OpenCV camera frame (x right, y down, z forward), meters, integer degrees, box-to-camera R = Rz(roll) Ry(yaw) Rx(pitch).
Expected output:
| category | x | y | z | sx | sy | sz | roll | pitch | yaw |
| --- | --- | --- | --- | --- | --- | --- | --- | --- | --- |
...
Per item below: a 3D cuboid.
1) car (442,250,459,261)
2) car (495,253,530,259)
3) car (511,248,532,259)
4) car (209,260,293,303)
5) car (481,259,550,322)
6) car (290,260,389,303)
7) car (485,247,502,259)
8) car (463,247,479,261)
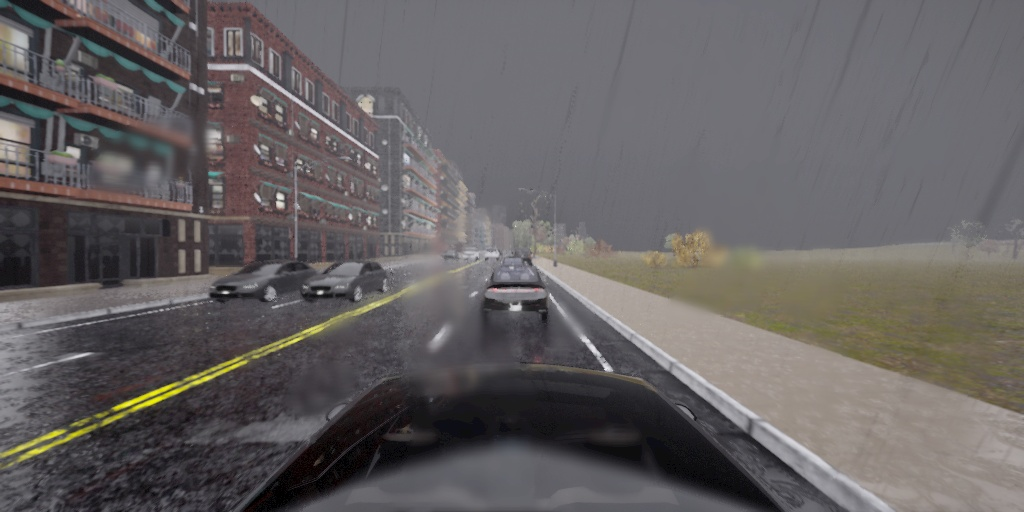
| category | x | y | z | sx | sy | sz | roll | pitch | yaw |
| --- | --- | --- | --- | --- | --- | --- | --- | --- | --- |
| car | -9.784 | -0.212 | 57.660 | 2.097 | 1.767 | 4.553 | 0 | 1 | 1 |
| car | 0.102 | 0.707 | 26.944 | 2.033 | 1.411 | 5.357 | 0 | 1 | 1 |
| car | 1.149 | 0.041 | 41.563 | 2.150 | 2.045 | 5.566 | 0 | 1 | 0 |
| car | -9.844 | 0.950 | 14.750 | 1.837 | 1.490 | 4.892 | 0 | 1 | 0 |
| car | 0.100 | 1.018 | 11.264 | 2.128 | 1.511 | 4.902 | 0 | 1 | 0 |
| car | -6.594 | 0.950 | 14.748 | 1.837 | 1.490 | 4.892 | 0 | 1 | 0 |
| car | -3.235 | -0.359 | 58.334 | 2.150 | 2.045 | 5.566 | 0 | 1 | 0 |
| car | -6.529 | -0.344 | 57.658 | 2.150 | 2.045 | 5.566 | 0 | 2 | 1 |
